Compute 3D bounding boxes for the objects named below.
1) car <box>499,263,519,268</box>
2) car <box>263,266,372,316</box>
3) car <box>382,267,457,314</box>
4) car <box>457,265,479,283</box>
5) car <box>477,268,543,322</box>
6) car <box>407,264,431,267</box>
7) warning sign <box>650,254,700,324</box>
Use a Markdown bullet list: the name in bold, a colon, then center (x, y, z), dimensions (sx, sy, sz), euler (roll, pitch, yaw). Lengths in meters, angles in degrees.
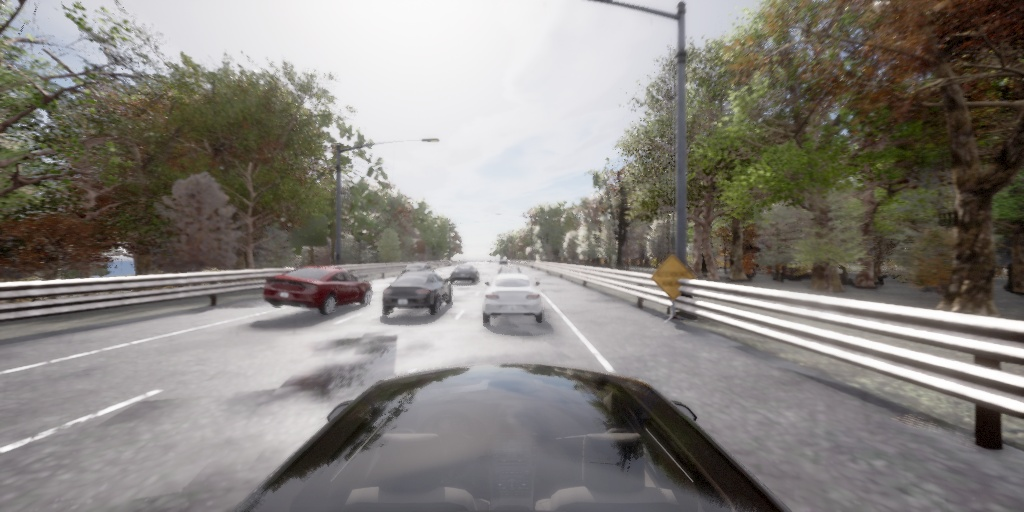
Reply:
- **car**: center (-0.165, 1.417, 26.684), dimensions (1.895, 1.301, 4.718), euler (0, 0, -1)
- **car**: center (-6.956, 1.163, 13.531), dimensions (1.882, 1.535, 5.008), euler (7, -3, 1)
- **car**: center (-3.487, 1.302, 13.737), dimensions (1.812, 1.442, 4.674), euler (0, 0, 0)
- **car**: center (-3.688, 1.387, 28.610), dimensions (1.994, 1.385, 4.181), euler (0, 0, -1)
- **car**: center (0.016, 1.298, 12.275), dimensions (1.812, 1.442, 4.674), euler (0, 0, 0)
- **car**: center (-7.182, 1.329, 28.147), dimensions (1.837, 1.490, 4.892), euler (0, 0, -1)
- **warning sign**: center (4.524, 0.880, 10.057), dimensions (1.300, 1.860, 1.060), euler (0, 0, 0)
